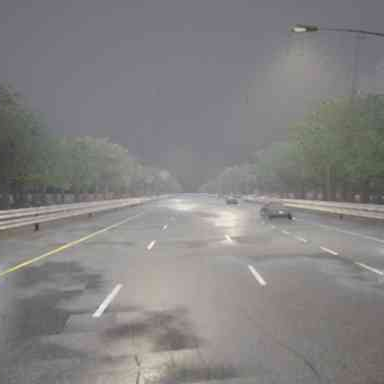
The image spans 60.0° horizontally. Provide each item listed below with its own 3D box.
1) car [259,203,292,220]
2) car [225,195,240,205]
[{"bbox_3d":[7.030,1.596,28.241,1.994,1.385,4.181,0,0,0],"label":"car"},{"bbox_3d":[7.071,1.584,60.511,1.812,1.442,4.674,0,0,0],"label":"car"}]
